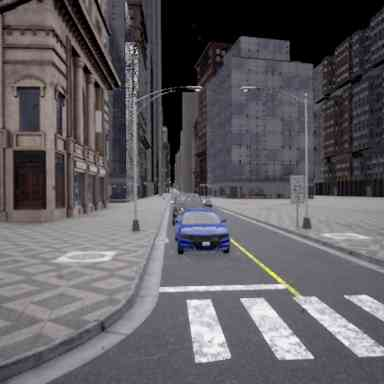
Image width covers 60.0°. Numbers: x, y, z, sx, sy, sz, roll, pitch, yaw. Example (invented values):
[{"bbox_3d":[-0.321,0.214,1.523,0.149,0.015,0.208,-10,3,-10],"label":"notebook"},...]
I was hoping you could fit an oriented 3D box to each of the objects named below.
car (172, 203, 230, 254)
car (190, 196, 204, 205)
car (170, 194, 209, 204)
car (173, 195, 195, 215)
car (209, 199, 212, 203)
[{"bbox_3d":[0.284,1.451,13.590,1.882,1.535,5.008,0,0,-4],"label":"car"},{"bbox_3d":[0.867,1.383,57.538,1.994,1.385,4.181,0,0,-4],"label":"car"},{"bbox_3d":[-0.306,1.169,23.516,2.150,2.045,5.566,0,0,-3],"label":"car"},{"bbox_3d":[-0.884,1.274,33.466,2.097,1.767,4.553,0,0,-3],"label":"car"},{"bbox_3d":[1.616,1.412,45.097,2.033,1.411,5.357,0,0,-3],"label":"car"}]
